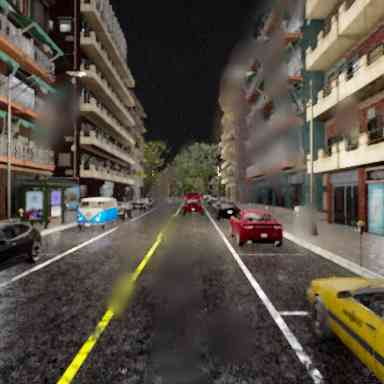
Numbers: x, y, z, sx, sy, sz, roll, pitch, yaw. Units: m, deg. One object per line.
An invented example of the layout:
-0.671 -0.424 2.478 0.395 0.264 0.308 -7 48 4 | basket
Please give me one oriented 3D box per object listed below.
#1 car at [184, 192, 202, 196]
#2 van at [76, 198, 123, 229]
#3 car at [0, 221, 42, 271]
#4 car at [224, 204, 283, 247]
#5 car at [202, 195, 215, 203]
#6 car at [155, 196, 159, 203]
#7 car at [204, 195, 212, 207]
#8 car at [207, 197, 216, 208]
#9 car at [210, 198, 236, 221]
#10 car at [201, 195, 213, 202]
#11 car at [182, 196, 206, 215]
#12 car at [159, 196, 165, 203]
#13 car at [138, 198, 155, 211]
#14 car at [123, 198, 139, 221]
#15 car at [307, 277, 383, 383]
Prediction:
0.126 0.996 45.977 2.150 2.045 5.566 0 0 0 | car
-5.667 1.242 20.221 1.690 1.788 3.998 1 0 0 | van
-5.675 1.521 9.079 1.947 1.339 4.313 1 0 0 | car
2.688 1.473 14.606 1.887 1.381 4.507 1 0 0 | car
2.869 1.261 59.175 2.008 1.369 4.403 1 0 0 | car
-5.658 1.374 42.505 1.802 1.307 4.206 1 0 0 | car
2.690 1.343 42.461 2.008 1.369 4.403 1 0 0 | car
2.684 1.428 31.320 1.802 1.307 4.206 1 0 0 | car
2.681 1.439 25.749 1.947 1.339 4.313 1 0 0 | car
2.872 1.234 64.745 2.008 1.369 4.403 1 0 0 | car
0.118 1.369 31.858 1.812 1.442 4.674 0 0 0 | car
-5.737 1.291 59.622 1.802 1.307 4.206 1 0 0 | car
-5.660 1.370 36.935 2.008 1.369 4.403 1 0 0 | car
-5.666 1.424 25.791 2.008 1.369 4.403 1 0 0 | car
2.710 1.507 3.634 1.752 1.417 4.829 1 0 0 | car
